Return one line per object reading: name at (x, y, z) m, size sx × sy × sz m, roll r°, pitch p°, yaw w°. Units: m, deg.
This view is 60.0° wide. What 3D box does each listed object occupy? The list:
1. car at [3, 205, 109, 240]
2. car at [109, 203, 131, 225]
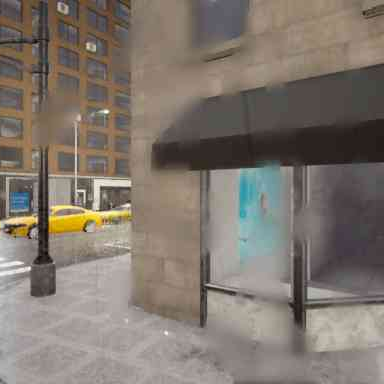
car at (-7.103, 1.491, 17.394) m, size 1.882 × 1.535 × 5.008 m, roll 0°, pitch 0°, yaw 36°
car at (-4.935, 1.548, 24.720) m, size 1.752 × 1.417 × 4.829 m, roll 0°, pitch 0°, yaw 36°
